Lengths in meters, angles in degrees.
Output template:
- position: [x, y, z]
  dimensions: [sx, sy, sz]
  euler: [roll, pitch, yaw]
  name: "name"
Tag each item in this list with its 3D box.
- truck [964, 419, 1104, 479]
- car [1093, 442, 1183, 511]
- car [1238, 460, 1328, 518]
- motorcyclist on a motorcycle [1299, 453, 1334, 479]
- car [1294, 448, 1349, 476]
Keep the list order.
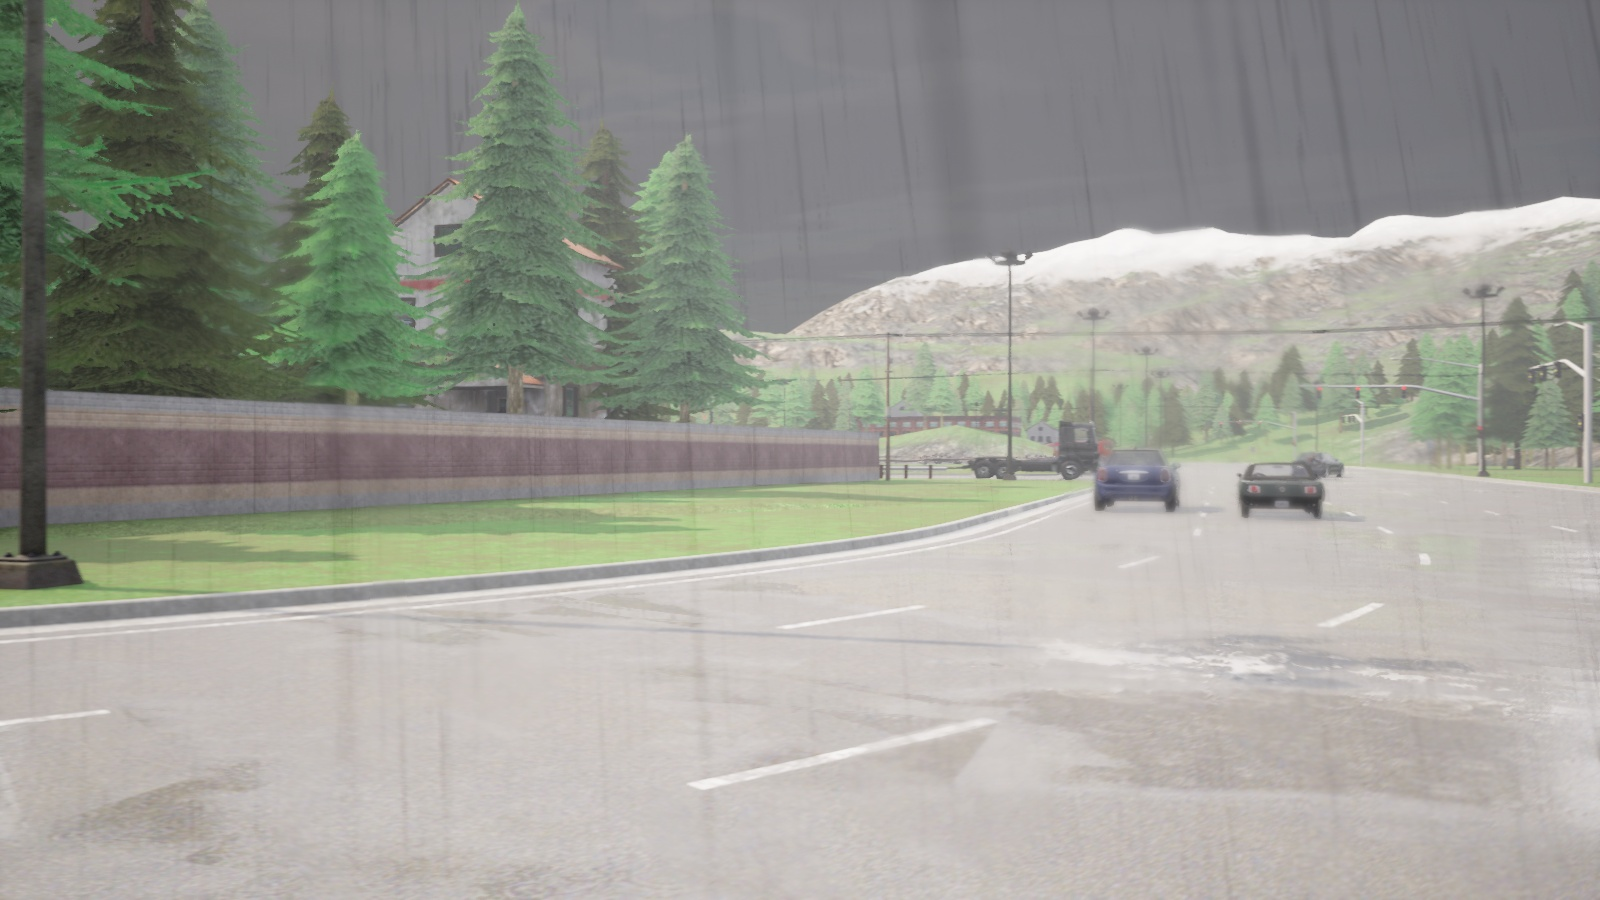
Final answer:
- position: [13.844, -0.028, 74.190]
  dimensions: [7.936, 3.462, 2.891]
  euler: [0, 0, 14]
  name: "truck"
- position: [9.405, 0.693, 34.704]
  dimensions: [2.097, 1.767, 4.553]
  euler: [0, 0, 19]
  name: "car"
- position: [11.905, 0.917, 31.184]
  dimensions: [1.895, 1.301, 4.718]
  euler: [0, 0, 19]
  name: "car"
- position: [30.811, 0.945, 74.948]
  dimensions: [2.191, 1.530, 0.866]
  euler: [0, -1, -35]
  name: "motorcyclist on a motorcycle"
- position: [34.751, 0.786, 83.605]
  dimensions: [2.097, 1.767, 4.553]
  euler: [0, 0, 41]
  name: "car"
